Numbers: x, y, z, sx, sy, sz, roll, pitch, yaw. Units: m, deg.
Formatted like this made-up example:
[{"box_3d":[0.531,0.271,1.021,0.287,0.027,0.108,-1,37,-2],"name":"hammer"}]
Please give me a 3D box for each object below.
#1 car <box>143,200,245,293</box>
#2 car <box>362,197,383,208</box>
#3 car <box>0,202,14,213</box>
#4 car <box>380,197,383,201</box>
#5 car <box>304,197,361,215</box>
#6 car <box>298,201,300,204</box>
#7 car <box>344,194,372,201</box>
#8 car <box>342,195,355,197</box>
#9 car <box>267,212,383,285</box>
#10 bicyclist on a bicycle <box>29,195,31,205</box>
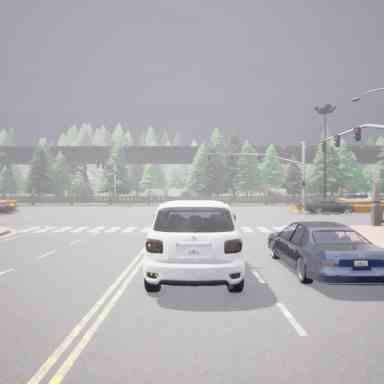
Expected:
[{"box_3d":[0.068,1.221,9.018,2.150,2.045,5.566,0,0,1],"name":"car"},{"box_3d":[27.327,1.505,47.680,4.892,1.490,1.837,0,0,0],"name":"car"},{"box_3d":[-20.673,1.352,33.748,4.553,1.767,2.097,0,0,0],"name":"car"},{"box_3d":[26.180,1.477,40.687,5.008,1.535,1.882,0,0,0],"name":"car"},{"box_3d":[13.869,1.506,33.549,4.892,1.490,1.837,0,0,0],"name":"car"},{"box_3d":[17.834,1.477,47.728,5.008,1.535,1.882,0,0,0],"name":"car"},{"box_3d":[21.120,1.221,44.210,5.566,2.045,2.150,0,0,0],"name":"car"},{"box_3d":[16.677,1.491,40.734,4.902,1.511,2.128,0,0,0],"name":"car"},{"box_3d":[3.577,1.547,9.508,2.033,1.411,5.357,0,0,0],"name":"car"},{"box_3d":[-27.009,1.300,55.766,0.582,1.620,1.656,0,0,0],"name":"bicyclist on a bicycle"}]
